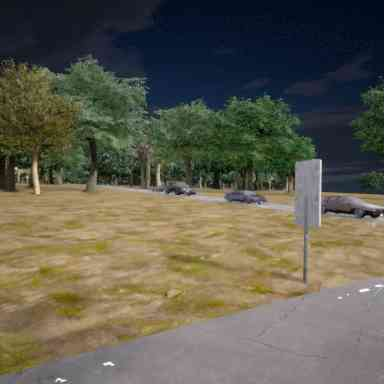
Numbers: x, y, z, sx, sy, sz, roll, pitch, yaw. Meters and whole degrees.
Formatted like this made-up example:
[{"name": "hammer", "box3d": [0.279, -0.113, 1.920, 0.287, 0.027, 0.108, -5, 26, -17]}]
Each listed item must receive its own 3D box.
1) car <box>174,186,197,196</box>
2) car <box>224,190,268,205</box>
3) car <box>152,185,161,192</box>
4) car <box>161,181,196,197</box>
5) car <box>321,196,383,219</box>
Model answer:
[{"name": "car", "box3d": [-1.072, -0.233, 52.733, 1.994, 1.385, 4.181, 2, 2, -28]}, {"name": "car", "box3d": [5.436, 0.503, 34.255, 2.033, 1.411, 5.357, 2, 2, -29]}, {"name": "car", "box3d": [-5.835, -0.662, 61.321, 1.994, 1.385, 4.181, 2, 2, -29]}, {"name": "car", "box3d": [-1.902, -0.476, 47.751, 2.150, 2.045, 5.566, 2, 1, -28]}, {"name": "car", "box3d": [11.078, 1.009, 23.905, 2.033, 1.411, 5.357, 2, 2, -28]}]
